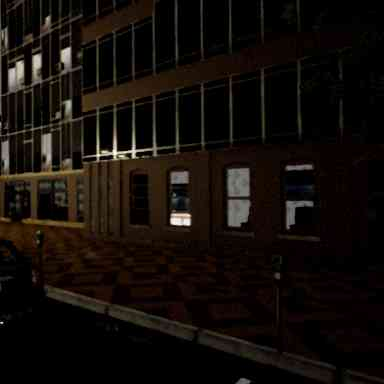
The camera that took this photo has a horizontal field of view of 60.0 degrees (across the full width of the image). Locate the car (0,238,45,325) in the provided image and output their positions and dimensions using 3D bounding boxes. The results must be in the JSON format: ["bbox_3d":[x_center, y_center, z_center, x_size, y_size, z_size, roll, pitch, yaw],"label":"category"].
[{"bbox_3d":[-4.583,1.504,6.145,4.097,1.590,1.967,-1,0,36],"label":"car"}]
